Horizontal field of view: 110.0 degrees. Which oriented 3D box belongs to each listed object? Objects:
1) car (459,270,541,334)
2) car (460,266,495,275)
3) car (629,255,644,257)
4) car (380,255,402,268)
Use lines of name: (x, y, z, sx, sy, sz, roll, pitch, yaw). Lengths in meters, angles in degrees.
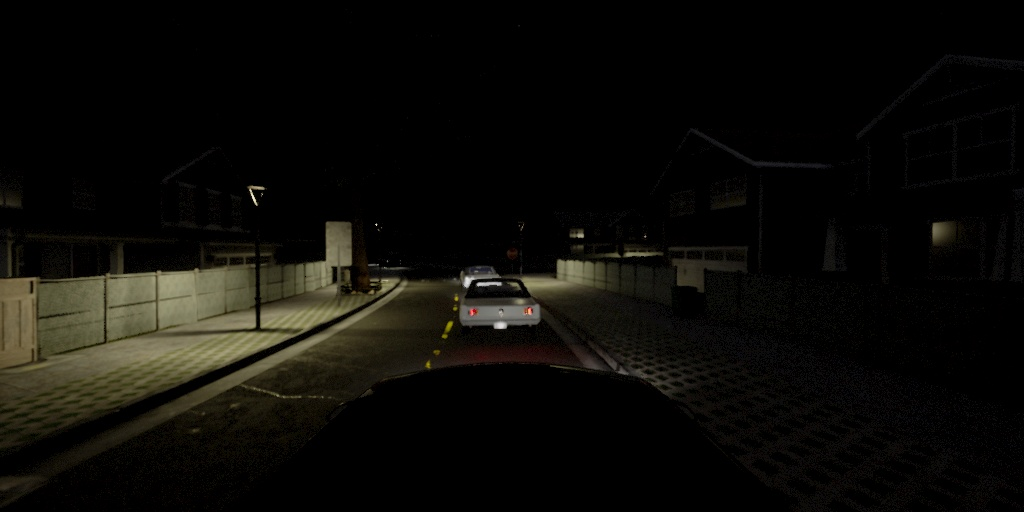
car: (-0.467, 1.268, 10.322, 1.895, 1.301, 4.718, 0, 1, -6)
car: (-1.802, 1.176, 19.469, 1.895, 1.301, 4.718, 0, 1, -11)
car: (13.478, 0.628, 38.632, 5.357, 1.411, 2.033, -1, 1, -14)
car: (-16.569, 0.625, 48.785, 2.097, 1.767, 4.553, -1, 1, -32)
